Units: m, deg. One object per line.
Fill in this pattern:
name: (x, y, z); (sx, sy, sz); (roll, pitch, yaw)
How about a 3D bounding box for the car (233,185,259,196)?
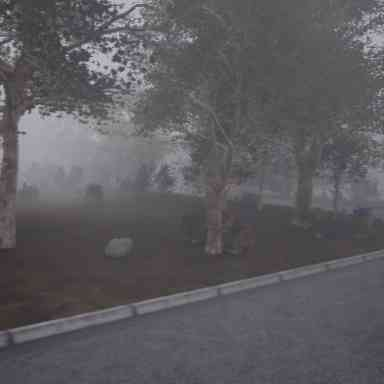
car: (6.215, -0.147, 41.378); (2.097, 1.767, 4.553); (1, 2, -34)
